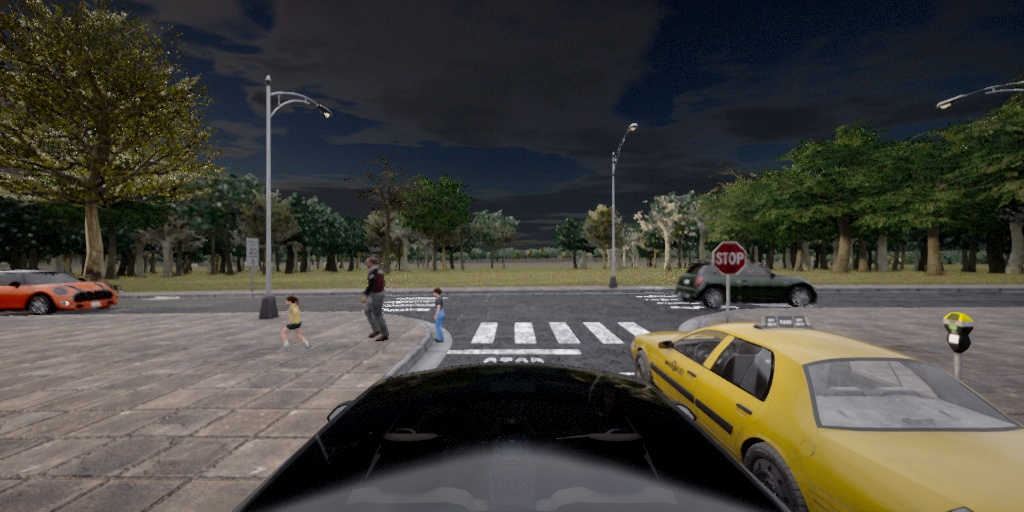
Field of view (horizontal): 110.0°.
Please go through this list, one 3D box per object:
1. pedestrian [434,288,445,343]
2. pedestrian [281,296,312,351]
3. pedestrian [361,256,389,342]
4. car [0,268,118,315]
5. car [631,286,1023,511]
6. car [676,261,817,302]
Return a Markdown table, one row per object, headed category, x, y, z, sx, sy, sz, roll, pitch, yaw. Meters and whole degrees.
| category | x | y | z | sx | sy | sz | roll | pitch | yaw |
| --- | --- | --- | --- | --- | --- | --- | --- | --- | --- |
| pedestrian | -1.691 | 1.315 | 8.323 | 0.375 | 1.300 | 0.375 | 0 | 0 | 0 |
| pedestrian | -4.194 | 1.269 | 6.942 | 0.500 | 1.100 | 0.500 | 0 | 0 | 0 |
| pedestrian | -2.923 | 0.886 | 7.677 | 0.375 | 1.860 | 0.375 | 0 | 0 | 0 |
| car | -18.501 | 1.332 | 14.035 | 4.553 | 1.767 | 2.097 | -1 | 0 | 1 |
| car | 2.653 | 1.273 | 3.770 | 1.751 | 1.417 | 4.829 | 0 | 0 | 0 |
| car | 8.778 | 0.983 | 13.649 | 4.553 | 1.767 | 2.097 | 0 | 0 | 1 |
